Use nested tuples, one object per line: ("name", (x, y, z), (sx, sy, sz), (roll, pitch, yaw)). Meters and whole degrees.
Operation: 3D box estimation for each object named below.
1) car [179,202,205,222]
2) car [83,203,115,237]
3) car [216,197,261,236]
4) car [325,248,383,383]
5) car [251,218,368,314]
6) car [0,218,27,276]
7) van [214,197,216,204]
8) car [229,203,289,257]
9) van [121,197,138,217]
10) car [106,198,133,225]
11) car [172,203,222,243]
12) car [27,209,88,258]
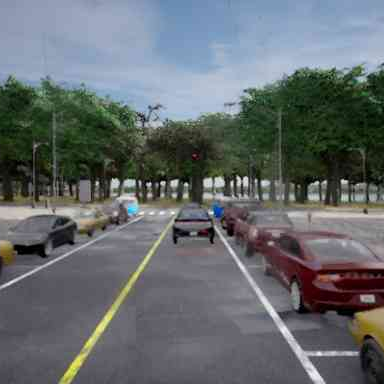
("car", (0.025, 1.553, 27.279), (1.994, 1.385, 4.181), (0, 0, 1))
("car", (-5.785, 1.537, 18.152), (1.752, 1.417, 4.829), (0, 0, 0))
("car", (2.738, 1.298, 18.332), (2.192, 1.841, 5.009), (0, 0, 0))
("car", (2.759, 1.515, 2.189), (1.752, 1.417, 4.829), (0, 0, 0))
("car", (2.753, 1.532, 7.457), (1.887, 1.381, 4.507), (0, 0, 0))
("car", (-5.772, 1.541, 7.277), (1.752, 1.417, 4.829), (0, 0, 0))
("van", (2.732, 1.322, 23.769), (1.690, 1.788, 3.998), (0, 0, 0))
("car", (2.746, 1.425, 12.894), (1.967, 1.590, 4.097), (0, 0, 0))
("van", (-5.800, 1.349, 29.197), (1.690, 1.788, 3.998), (0, 0, 0))
("car", (-5.793, 1.450, 23.759), (1.967, 1.590, 4.097), (0, 0, 0))
("car", (0.064, 1.484, 16.014), (2.128, 1.511, 4.902), (0, 0, 0))
("car", (-5.779, 1.579, 12.884), (1.947, 1.339, 4.313), (0, 0, 0))
